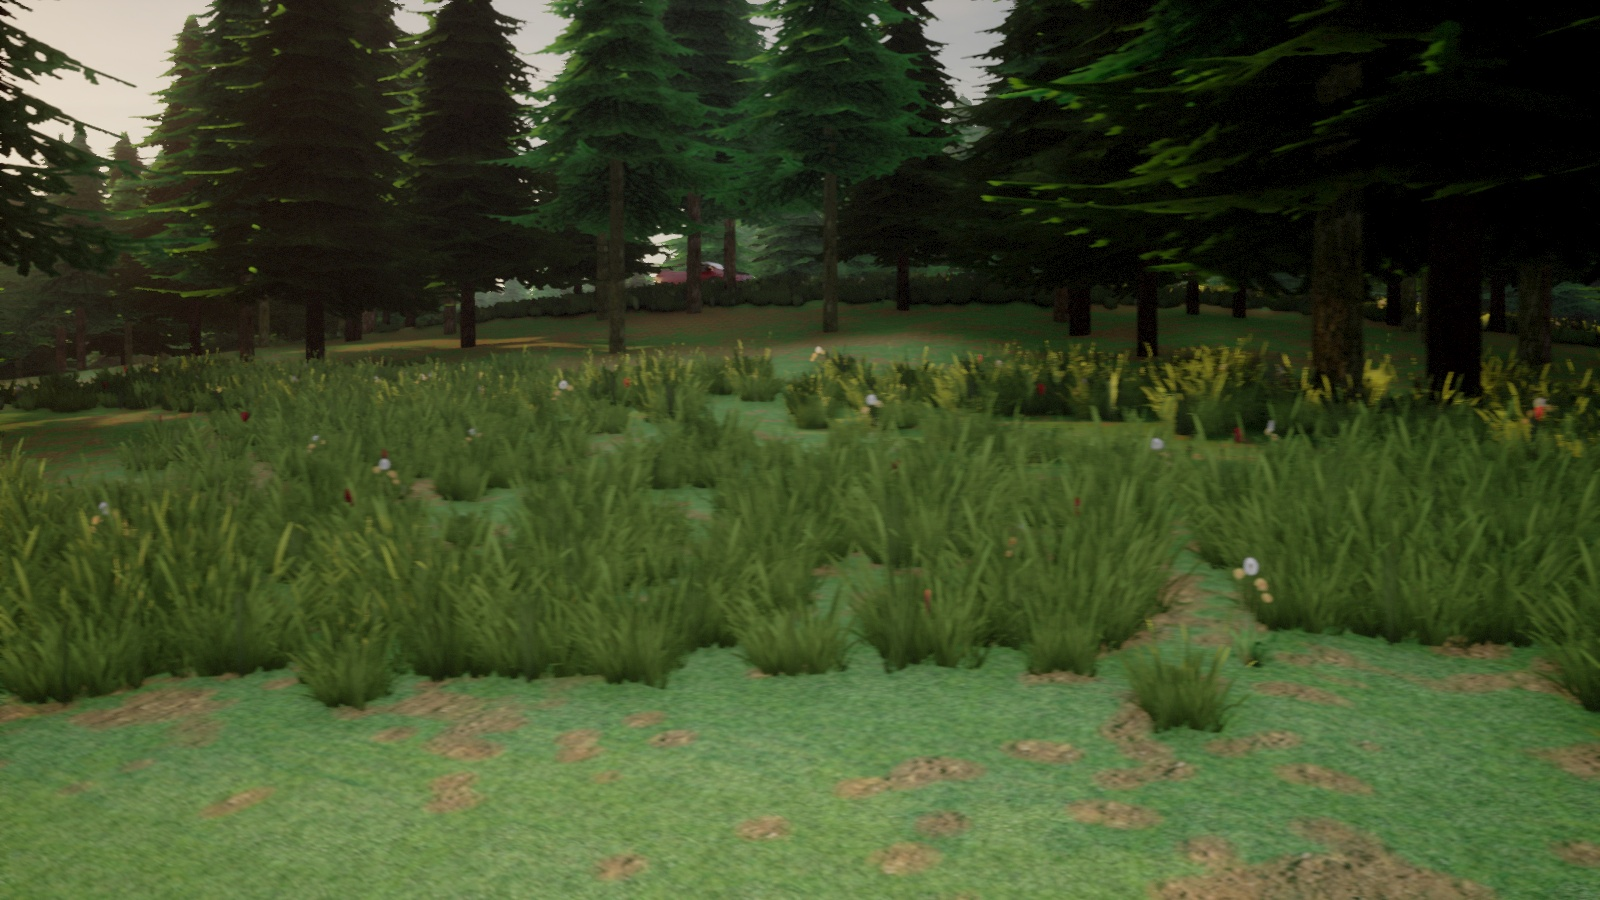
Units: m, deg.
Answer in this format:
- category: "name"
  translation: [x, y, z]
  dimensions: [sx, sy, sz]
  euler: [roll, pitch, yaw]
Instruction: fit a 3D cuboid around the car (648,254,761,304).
- category: "car"
  translation: [-4.060, -7.166, 53.021]
  dimensions: [4.514, 1.525, 2.007]
  euler: [-1, 1, 37]
